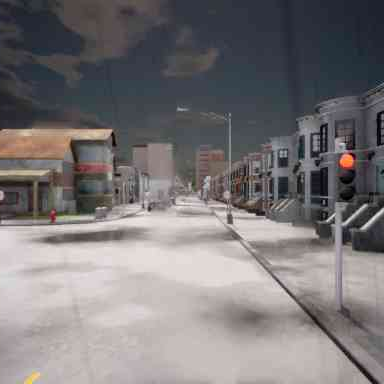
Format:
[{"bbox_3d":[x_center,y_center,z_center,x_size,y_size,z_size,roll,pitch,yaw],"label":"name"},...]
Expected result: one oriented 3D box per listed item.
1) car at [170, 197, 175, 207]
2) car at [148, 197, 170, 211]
[{"bbox_3d":[-4.015,1.505,49.496,1.837,1.490,4.892,0,0,0],"label":"car"},{"bbox_3d":[-4.042,1.564,39.550,1.994,1.385,4.181,0,0,0],"label":"car"}]
